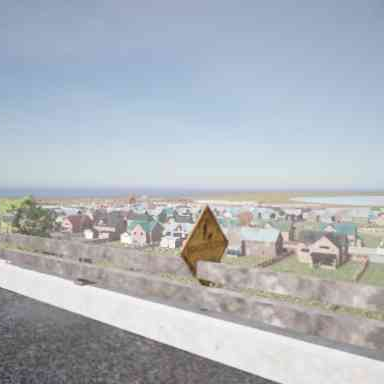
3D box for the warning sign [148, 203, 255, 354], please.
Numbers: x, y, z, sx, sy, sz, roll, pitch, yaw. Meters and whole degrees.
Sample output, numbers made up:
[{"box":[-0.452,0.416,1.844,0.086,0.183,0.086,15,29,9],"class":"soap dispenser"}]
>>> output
[{"box":[0.183,1.116,5.039,1.060,1.860,1.300,1,0,36],"class":"warning sign"}]
